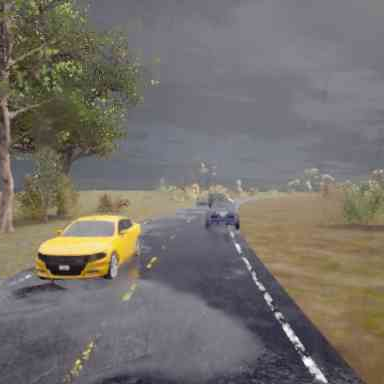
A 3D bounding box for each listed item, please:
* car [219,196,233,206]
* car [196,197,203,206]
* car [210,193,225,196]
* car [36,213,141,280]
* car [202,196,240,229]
[{"bbox_3d":[5.697,1.482,55.850,1.812,1.442,4.674,0,0,12],"label":"car"},{"bbox_3d":[1.896,1.522,51.873,1.994,1.385,4.181,0,0,11],"label":"car"},{"bbox_3d":[3.253,1.192,41.932,2.150,2.045,5.566,0,0,10],"label":"car"},{"bbox_3d":[-2.833,1.468,10.145,1.882,1.535,5.008,0,0,2],"label":"car"},{"bbox_3d":[1.950,1.341,21.543,2.097,1.767,4.553,0,0,5],"label":"car"}]
